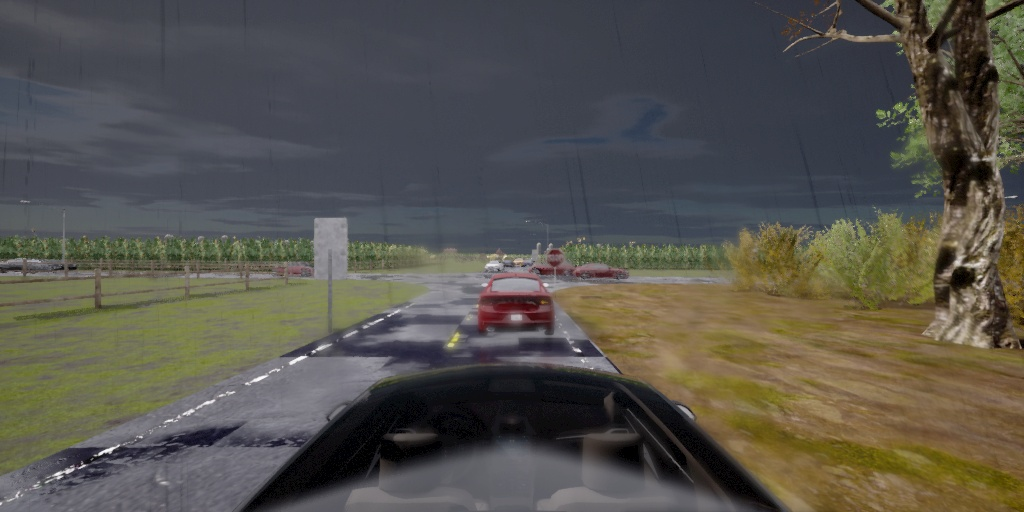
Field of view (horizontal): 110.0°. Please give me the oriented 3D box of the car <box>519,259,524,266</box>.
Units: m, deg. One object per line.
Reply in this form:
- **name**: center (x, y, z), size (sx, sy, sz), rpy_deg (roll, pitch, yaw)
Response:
- **car**: center (3.025, 1.383, 64.198), size (1.895, 1.301, 4.718), rpy_deg (0, 0, 10)

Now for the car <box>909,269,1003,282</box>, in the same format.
- **car**: center (34.826, 1.574, 28.023), size (4.718, 1.301, 1.895), rpy_deg (0, 0, 6)

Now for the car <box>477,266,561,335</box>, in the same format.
- **car**: center (0.105, 1.228, 10.499), size (1.882, 1.535, 5.008), rpy_deg (0, 0, 0)

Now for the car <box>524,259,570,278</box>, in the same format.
- **car**: center (3.758, 1.144, 34.621), size (4.553, 1.767, 2.097), rpy_deg (0, 0, 4)

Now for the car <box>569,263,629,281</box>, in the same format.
- **car**: center (7.553, 1.332, 30.620), size (4.674, 1.442, 1.812), rpy_deg (0, 0, 5)

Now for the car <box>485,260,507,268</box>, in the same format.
- **car**: center (-2.260, 1.292, 47.323), size (1.812, 1.442, 4.674), rpy_deg (0, 0, 10)

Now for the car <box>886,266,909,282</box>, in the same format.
- **car**: center (35.055, 1.530, 31.717), size (5.357, 1.411, 2.033), rpy_deg (0, 0, 6)

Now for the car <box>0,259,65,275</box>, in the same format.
- **car**: center (-45.097, 0.961, 33.556), size (4.674, 1.442, 1.812), rpy_deg (0, 0, 4)

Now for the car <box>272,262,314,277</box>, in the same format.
- **car**: center (-19.164, 1.190, 32.326), size (4.181, 1.385, 1.994), rpy_deg (0, 0, 3)

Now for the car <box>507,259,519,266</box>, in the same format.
- **car**: center (-0.689, 1.325, 59.091), size (2.033, 1.411, 5.357), rpy_deg (0, 0, 8)

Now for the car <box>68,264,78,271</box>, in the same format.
- **car**: center (-48.600, 1.019, 37.436), size (4.718, 1.301, 1.895), rpy_deg (0, 0, 3)
